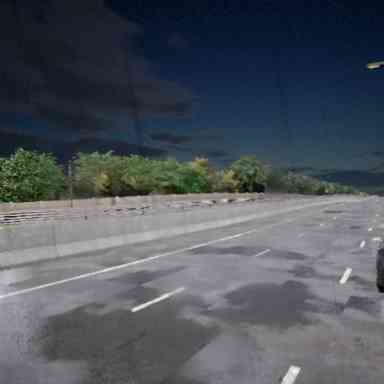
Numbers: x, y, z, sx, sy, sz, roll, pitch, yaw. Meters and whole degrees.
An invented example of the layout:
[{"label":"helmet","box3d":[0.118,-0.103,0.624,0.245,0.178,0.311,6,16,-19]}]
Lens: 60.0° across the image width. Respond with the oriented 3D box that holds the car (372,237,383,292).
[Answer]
[{"label":"car","box3d":[6.039,1.678,8.909,1.837,1.490,4.892,-2,-1,31]}]
